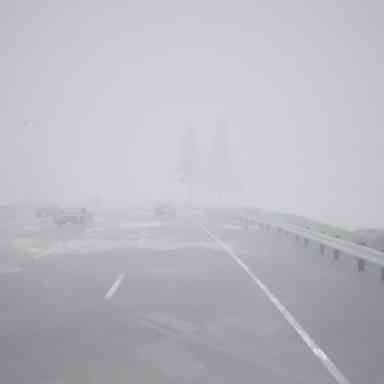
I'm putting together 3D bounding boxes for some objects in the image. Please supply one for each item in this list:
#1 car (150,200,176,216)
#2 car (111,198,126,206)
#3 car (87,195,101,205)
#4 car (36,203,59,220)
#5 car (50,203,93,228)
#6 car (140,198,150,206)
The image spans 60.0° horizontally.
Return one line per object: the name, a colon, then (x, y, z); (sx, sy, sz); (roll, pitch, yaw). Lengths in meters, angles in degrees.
car: (-2.813, 1.617, 33.178); (1.994, 1.385, 4.181); (-1, 0, -11)
car: (-13.409, 1.765, 60.523); (2.033, 1.411, 5.357); (-1, 0, -23)
car: (-18.727, 1.518, 63.383); (2.150, 2.045, 5.566); (0, 0, -22)
car: (-13.100, 1.728, 30.848); (1.812, 1.442, 4.674); (-1, 0, -11)
car: (-8.217, 1.730, 23.571); (1.895, 1.301, 4.718); (-1, 0, -8)
car: (-8.419, 1.745, 60.217); (1.895, 1.301, 4.718); (-1, 0, -14)
